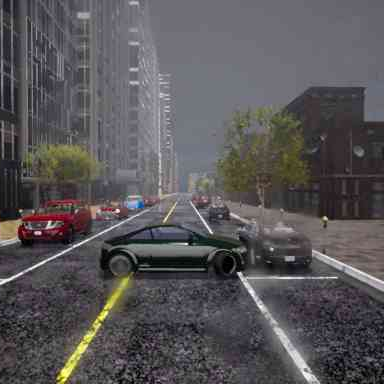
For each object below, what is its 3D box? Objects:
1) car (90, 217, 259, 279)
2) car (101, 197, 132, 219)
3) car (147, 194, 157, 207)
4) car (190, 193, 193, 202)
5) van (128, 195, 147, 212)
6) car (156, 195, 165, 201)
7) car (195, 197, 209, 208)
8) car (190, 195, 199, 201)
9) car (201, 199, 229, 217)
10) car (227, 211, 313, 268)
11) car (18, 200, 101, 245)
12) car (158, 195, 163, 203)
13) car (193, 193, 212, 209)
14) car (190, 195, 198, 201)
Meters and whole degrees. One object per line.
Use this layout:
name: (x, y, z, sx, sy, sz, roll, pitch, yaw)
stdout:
car: (-0.455, 1.557, 9.490, 4.181, 1.385, 1.994, 0, 0, -1)
car: (-6.356, 1.432, 26.757, 1.967, 1.590, 4.097, -1, 0, -1)
car: (-6.921, 1.299, 49.617, 2.192, 1.841, 5.009, -1, 0, -1)
car: (0.899, 1.291, 71.949, 2.192, 1.841, 5.009, -1, 0, -1)
van: (-6.643, 1.329, 38.551, 1.690, 1.788, 3.998, -1, 0, -1)
car: (-7.750, 1.497, 82.645, 1.752, 1.417, 4.829, -1, 0, -1)
car: (1.455, 1.509, 49.988, 1.752, 1.417, 4.829, -1, 0, -1)
car: (0.624, 1.537, 83.014, 1.947, 1.339, 4.313, -1, 0, -1)
car: (2.047, 1.543, 26.952, 2.008, 1.369, 4.403, -1, 0, -1)
car: (2.564, 1.548, 11.092, 2.008, 1.369, 4.403, -1, 0, -1)
car: (-6.170, 1.310, 15.689, 2.192, 1.841, 5.009, -1, 0, -1)
car: (-7.336, 1.522, 66.216, 1.887, 1.381, 4.507, -1, 0, -1)
car: (1.595, 1.301, 44.285, 2.192, 1.841, 5.009, -1, 0, -1)
car: (0.486, 1.551, 88.547, 1.802, 1.307, 4.206, -1, 0, -1)
